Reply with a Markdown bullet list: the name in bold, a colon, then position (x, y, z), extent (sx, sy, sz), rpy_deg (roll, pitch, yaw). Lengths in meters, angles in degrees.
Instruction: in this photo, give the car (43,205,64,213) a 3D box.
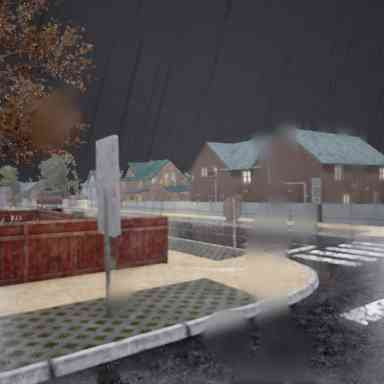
- **car**: position (-19.356, 2.441, 46.359), extent (1.895, 1.301, 4.718), rpy_deg (-2, 0, -36)
